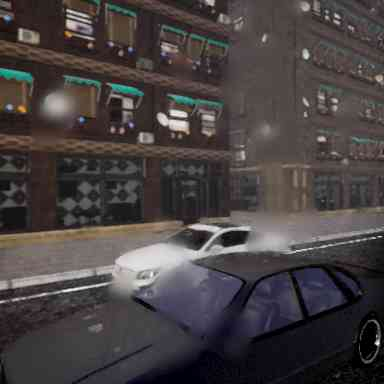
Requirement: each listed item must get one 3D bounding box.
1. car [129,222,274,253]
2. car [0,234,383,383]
[{"bbox_3d":[0.457,1.498,8.000,4.674,1.442,1.812,0,0,-35],"label":"car"},{"bbox_3d":[0.648,1.532,4.144,5.357,1.411,2.033,0,0,-35],"label":"car"}]
